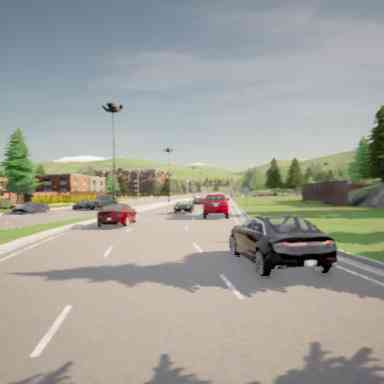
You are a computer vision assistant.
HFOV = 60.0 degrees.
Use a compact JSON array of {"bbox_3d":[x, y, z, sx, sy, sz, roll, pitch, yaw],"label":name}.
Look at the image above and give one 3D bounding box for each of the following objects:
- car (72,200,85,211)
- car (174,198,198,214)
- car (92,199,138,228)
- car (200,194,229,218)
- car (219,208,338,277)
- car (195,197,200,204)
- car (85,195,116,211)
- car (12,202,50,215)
[{"bbox_3d":[-15.033,1.838,46.440,1.994,1.385,4.181,-1,0,6],"label":"car"},{"bbox_3d":[-0.761,1.604,36.192,1.895,1.301,4.718,-1,0,5],"label":"car"},{"bbox_3d":[-5.154,1.569,23.479,1.882,1.535,5.008,-1,0,2],"label":"car"},{"bbox_3d":[2.140,1.171,29.549,2.150,2.045,5.566,-1,0,5],"label":"car"},{"bbox_3d":[2.470,1.441,10.114,2.128,1.511,4.902,-1,0,-7],"label":"car"},{"bbox_3d":[1.142,1.525,56.397,1.994,1.385,4.181,-1,0,6],"label":"car"},{"bbox_3d":[-11.729,1.432,44.364,2.150,2.045,5.566,-1,0,6],"label":"car"},{"bbox_3d":[-19.188,1.904,40.043,2.033,1.411,5.357,-1,0,6],"label":"car"}]
